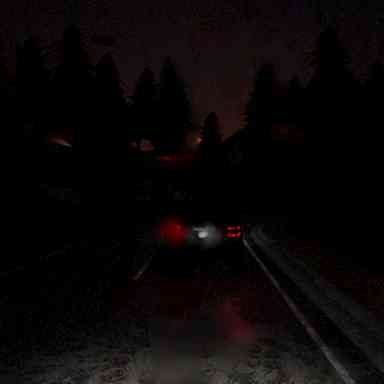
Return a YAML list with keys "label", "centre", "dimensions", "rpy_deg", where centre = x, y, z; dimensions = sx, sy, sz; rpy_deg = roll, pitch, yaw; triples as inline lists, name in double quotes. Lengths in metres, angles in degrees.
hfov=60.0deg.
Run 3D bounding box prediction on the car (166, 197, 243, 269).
- label: "car"
  centre: [0.464, 1.198, 11.286]
  dimensions: [2.150, 2.045, 5.566]
  rpy_deg: [1, 0, 3]
